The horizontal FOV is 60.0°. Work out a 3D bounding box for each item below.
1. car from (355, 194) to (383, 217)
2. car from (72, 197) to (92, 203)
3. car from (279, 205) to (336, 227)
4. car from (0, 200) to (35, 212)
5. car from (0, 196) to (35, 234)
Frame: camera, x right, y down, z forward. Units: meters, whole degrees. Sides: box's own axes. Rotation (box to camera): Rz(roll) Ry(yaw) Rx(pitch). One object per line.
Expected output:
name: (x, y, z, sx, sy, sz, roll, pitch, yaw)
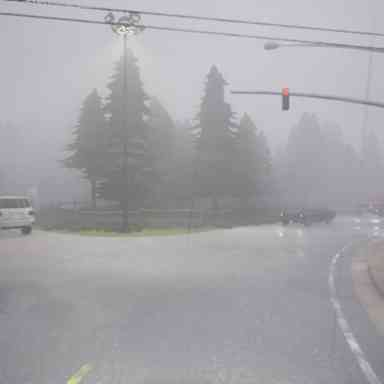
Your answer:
car: (17.439, 1.226, 31.266, 5.566, 2.045, 2.150, 0, 0, -40)
car: (-16.455, 1.522, 50.992, 2.128, 1.511, 4.902, 0, 0, 12)
car: (8.064, 1.603, 23.130, 4.718, 1.301, 1.895, 0, 0, -42)
car: (-21.407, 1.630, 40.759, 1.895, 1.301, 4.718, 0, 0, 5)
car: (-10.707, 1.249, 18.304, 5.566, 2.045, 2.150, 0, 0, 42)
